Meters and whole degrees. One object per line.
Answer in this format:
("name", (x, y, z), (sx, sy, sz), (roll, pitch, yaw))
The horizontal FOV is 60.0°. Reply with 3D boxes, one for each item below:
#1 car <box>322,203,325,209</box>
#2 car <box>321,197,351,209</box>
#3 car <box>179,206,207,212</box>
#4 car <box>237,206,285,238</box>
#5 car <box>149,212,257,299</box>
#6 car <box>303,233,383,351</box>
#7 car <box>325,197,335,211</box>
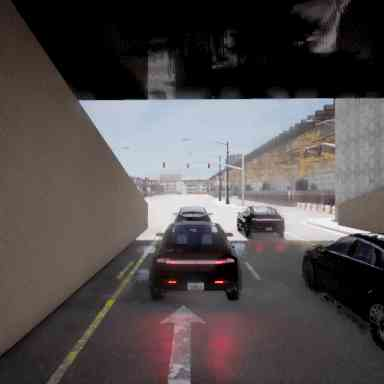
("car", (17.405, 1.444, 40.116), (2.038, 1.542, 4.974), (0, 0, 45))
("car", (17.442, 1.287, 40.153), (1.853, 1.218, 4.536), (0, 0, 45))
("car", (0.041, 1.501, 17.546), (1.837, 1.490, 4.892), (0, 0, 0))
("car", (3.539, 1.487, 17.722), (2.128, 1.511, 4.902), (0, 0, 0))
("car", (0.063, 1.490, 8.425), (2.128, 1.511, 4.902), (0, 0, 0))
("car", (3.561, 1.491, 6.076), (2.128, 1.511, 4.902), (0, 0, 0))
("car", (17.316, 1.445, 35.509), (2.038, 1.542, 4.974), (0, 0, -35))
